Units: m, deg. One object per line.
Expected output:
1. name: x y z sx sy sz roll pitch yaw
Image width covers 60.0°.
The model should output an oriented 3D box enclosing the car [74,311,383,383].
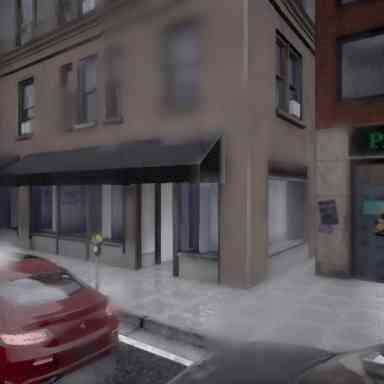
1. car: 1.647 1.549 1.634 4.403 1.369 2.008 0 0 35

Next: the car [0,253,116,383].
1. car: -2.846 1.581 4.839 4.206 1.307 1.802 0 0 36
